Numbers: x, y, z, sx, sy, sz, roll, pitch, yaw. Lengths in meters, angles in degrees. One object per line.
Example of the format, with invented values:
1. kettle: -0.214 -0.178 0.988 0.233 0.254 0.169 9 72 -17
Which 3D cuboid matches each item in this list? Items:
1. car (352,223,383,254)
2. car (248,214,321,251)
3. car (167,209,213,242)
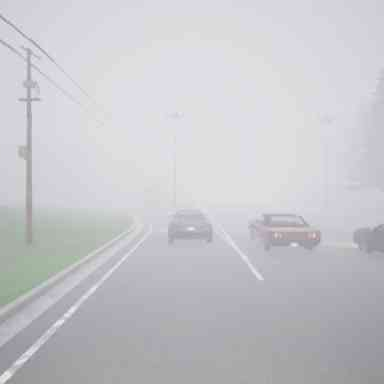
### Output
1. car: 7.083 1.504 10.387 2.033 1.411 5.357 0 0 0
2. car: 3.592 1.543 13.859 1.895 1.301 4.718 0 0 0
3. car: -0.160 1.497 15.910 1.994 1.385 4.181 0 0 -3
